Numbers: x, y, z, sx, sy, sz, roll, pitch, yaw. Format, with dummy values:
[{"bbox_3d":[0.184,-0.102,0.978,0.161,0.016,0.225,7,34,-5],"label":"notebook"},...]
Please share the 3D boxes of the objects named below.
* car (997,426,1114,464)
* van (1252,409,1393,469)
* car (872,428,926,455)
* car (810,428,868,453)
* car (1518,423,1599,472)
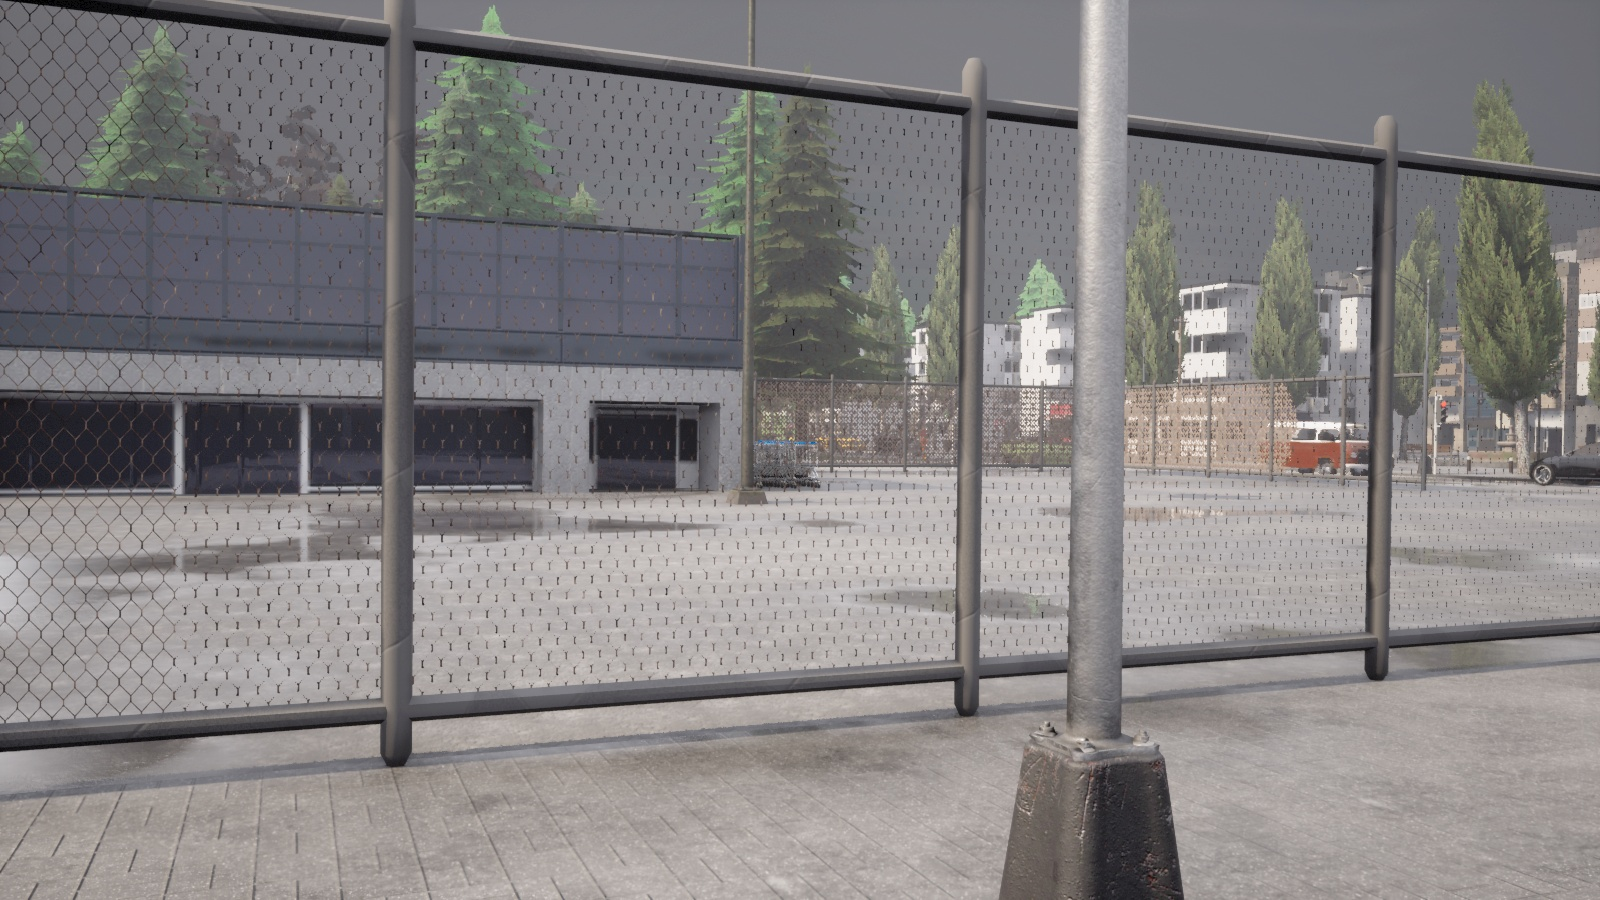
[{"bbox_3d":[10.758,-0.233,52.952,4.514,1.525,2.007,-1,1,-25],"label":"car"},{"bbox_3d":[18.547,-0.408,44.819,2.069,2.038,4.480,-1,1,-23],"label":"van"},{"bbox_3d":[5.938,-0.520,75.749,1.789,1.549,3.705,-1,1,-21],"label":"car"},{"bbox_3d":[2.559,-0.657,83.993,1.801,1.575,5.366,-1,1,-22],"label":"car"},{"bbox_3d":[25.242,-0.109,39.003,2.163,1.488,4.792,-1,1,-22],"label":"car"}]
